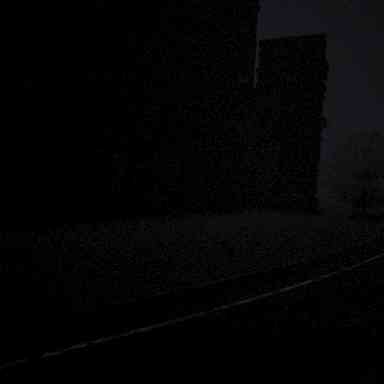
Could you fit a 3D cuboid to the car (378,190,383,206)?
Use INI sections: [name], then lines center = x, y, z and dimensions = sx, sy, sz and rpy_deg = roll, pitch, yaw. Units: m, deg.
[car]
center = 23.958, 0.850, 39.700
dimensions = 2.150, 2.045, 5.566
rpy_deg = 4, 2, 13
